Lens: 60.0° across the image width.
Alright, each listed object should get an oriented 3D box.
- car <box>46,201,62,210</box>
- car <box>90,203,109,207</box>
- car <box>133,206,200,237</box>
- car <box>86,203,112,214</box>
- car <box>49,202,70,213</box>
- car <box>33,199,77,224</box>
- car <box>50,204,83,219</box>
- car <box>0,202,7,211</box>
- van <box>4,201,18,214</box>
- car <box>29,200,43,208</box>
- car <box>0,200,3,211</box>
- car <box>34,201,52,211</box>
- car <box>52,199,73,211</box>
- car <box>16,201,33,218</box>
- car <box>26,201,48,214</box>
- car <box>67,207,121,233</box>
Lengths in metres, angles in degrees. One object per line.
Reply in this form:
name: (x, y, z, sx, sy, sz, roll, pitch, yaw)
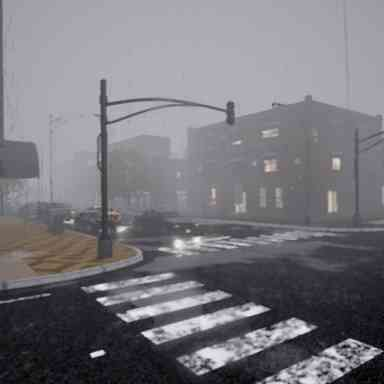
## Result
car: (-26.358, 2.533, 63.335, 1.752, 1.417, 4.829, -2, 0, -37)
car: (-7.854, 1.923, 28.790, 1.882, 1.535, 5.008, -1, -1, -36)
car: (-1.775, 1.830, 20.618, 2.033, 1.411, 5.357, -1, -1, -36)
car: (-12.593, 2.191, 44.858, 2.008, 1.369, 4.403, -2, 0, -37)
car: (-20.319, 2.321, 50.900, 1.837, 1.490, 4.892, -1, -1, -37)
car: (-12.815, 1.861, 30.920, 2.192, 1.841, 5.009, -2, 0, -37)
car: (-14.061, 2.103, 37.149, 2.128, 1.511, 4.902, -1, 0, -36)
car: (-36.188, 2.696, 62.506, 1.752, 1.417, 4.829, -2, 0, -37)
van: (-26.383, 2.251, 49.323, 1.690, 1.788, 3.998, -2, 0, -37)
car: (-36.042, 2.747, 76.885, 1.882, 1.535, 5.008, -1, -1, -37)
car: (-32.991, 2.401, 58.202, 2.192, 1.841, 5.009, -2, 0, -37)
car: (-26.466, 2.458, 59.154, 1.882, 1.535, 5.008, -1, -1, -37)
car: (-22.960, 2.232, 58.758, 2.192, 1.841, 5.009, -2, 0, -37)
car: (-19.347, 2.162, 39.853, 1.967, 1.590, 4.097, -2, 0, -37)
car: (-23.114, 2.236, 49.461, 2.097, 1.767, 4.553, -1, 0, -37)
car: (-6.656, 1.947, 22.608, 1.947, 1.339, 4.313, -2, 0, -37)
